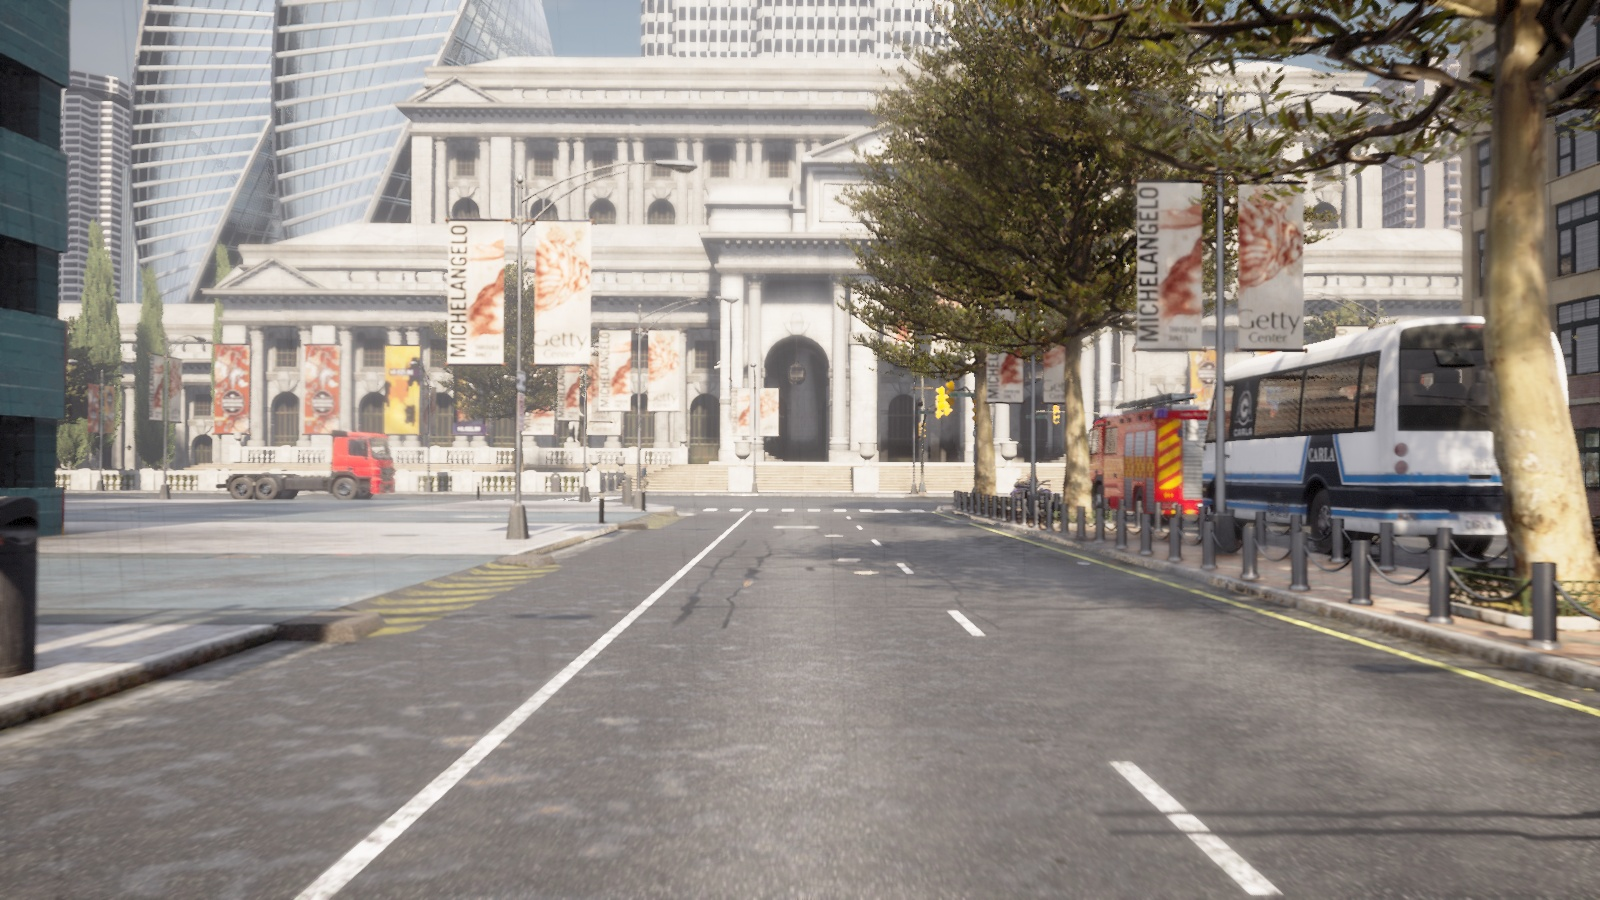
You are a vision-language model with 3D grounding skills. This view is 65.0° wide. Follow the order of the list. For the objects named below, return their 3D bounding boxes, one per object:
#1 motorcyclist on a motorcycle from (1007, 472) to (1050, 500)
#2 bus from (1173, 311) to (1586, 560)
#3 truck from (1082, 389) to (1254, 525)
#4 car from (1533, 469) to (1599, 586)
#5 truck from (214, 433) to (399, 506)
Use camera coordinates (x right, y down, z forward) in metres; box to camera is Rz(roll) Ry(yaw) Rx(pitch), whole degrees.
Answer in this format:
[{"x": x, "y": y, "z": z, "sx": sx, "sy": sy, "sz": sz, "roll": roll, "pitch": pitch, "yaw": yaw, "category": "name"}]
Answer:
[{"x": 12.527, "y": 1.952, "z": 68.869, "sx": 2.191, "sy": 1.530, "sz": 0.866, "roll": 0, "pitch": -1, "yaw": 0, "category": "motorcyclist on a motorcycle"}, {"x": 11.430, "y": -0.162, "z": 26.624, "sx": 3.944, "sy": 4.253, "sz": 10.273, "roll": 0, "pitch": -1, "yaw": 0, "category": "bus"}, {"x": 11.352, "y": 0.269, "z": 39.707, "sx": 2.891, "sy": 3.827, "sz": 8.468, "roll": 0, "pitch": -1, "yaw": 0, "category": "truck"}, {"x": 11.463, "y": 1.006, "z": 15.507, "sx": 1.882, "sy": 1.535, "sz": 5.008, "roll": 0, "pitch": -1, "yaw": 0, "category": "car"}, {"x": -24.233, "y": 0.966, "z": 61.936, "sx": 7.936, "sy": 3.462, "sz": 2.891, "roll": 0, "pitch": -1, "yaw": 0, "category": "truck"}]
